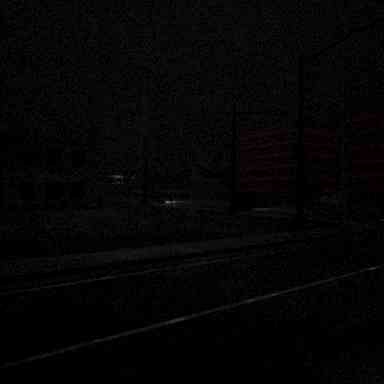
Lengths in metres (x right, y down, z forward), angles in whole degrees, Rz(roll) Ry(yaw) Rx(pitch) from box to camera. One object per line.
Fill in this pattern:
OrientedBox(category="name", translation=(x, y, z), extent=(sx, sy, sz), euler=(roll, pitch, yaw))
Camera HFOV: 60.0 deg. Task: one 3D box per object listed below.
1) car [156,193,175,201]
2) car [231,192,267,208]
OrientedBox(category="car", translation=(-5.137, 0.972, 63.955), extent=(1.837, 1.490, 4.892), euler=(0, 0, -35))
OrientedBox(category="car", translation=(7.667, 1.058, 45.274), extent=(2.150, 2.045, 5.566), euler=(0, 1, -35))
